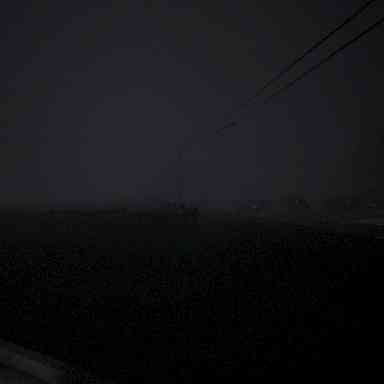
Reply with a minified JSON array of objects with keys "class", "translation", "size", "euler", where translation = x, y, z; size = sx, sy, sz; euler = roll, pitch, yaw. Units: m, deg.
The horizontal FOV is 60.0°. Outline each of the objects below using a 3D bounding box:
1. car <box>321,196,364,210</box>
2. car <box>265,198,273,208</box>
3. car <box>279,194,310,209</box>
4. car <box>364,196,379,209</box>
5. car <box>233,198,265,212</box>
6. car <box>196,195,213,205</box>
[{"class":"car","translation":[16.659,1.240,37.900],"size":[2.128,1.511,4.902],"euler":[-1,0,-12]},{"class":"car","translation":[8.531,1.421,42.645],"size":[1.895,1.301,4.718],"euler":[-1,0,-12]},{"class":"car","translation":[12.473,1.136,40.849],"size":[2.097,1.767,4.553],"euler":[-1,0,-12]},{"class":"car","translation":[19.900,1.218,39.512],"size":[1.837,1.490,4.892],"euler":[-1,0,-12]},{"class":"car","translation":[6.058,1.382,37.319],"size":[1.812,1.442,4.674],"euler":[-1,0,-12]},{"class":"car","translation":[2.051,1.210,56.681],"size":[2.097,1.767,4.553],"euler":[-1,0,-12]}]
